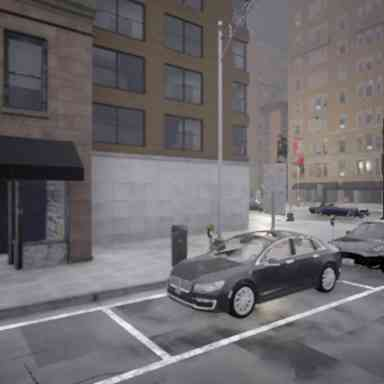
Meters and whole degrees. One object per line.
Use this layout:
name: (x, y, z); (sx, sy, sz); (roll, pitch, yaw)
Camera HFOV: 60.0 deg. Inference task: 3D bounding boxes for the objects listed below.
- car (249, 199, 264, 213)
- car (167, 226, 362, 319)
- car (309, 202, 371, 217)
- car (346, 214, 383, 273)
car: (6.840, 1.449, 36.213); (2.033, 1.411, 5.357); (0, 0, -36)
car: (1.531, 1.554, 7.278); (4.403, 1.369, 2.008); (0, 0, -35)
car: (12.506, 1.548, 28.337); (1.895, 1.301, 4.718); (0, 0, -36)
car: (6.142, 1.573, 10.564); (4.313, 1.339, 1.947); (0, 0, -35)
